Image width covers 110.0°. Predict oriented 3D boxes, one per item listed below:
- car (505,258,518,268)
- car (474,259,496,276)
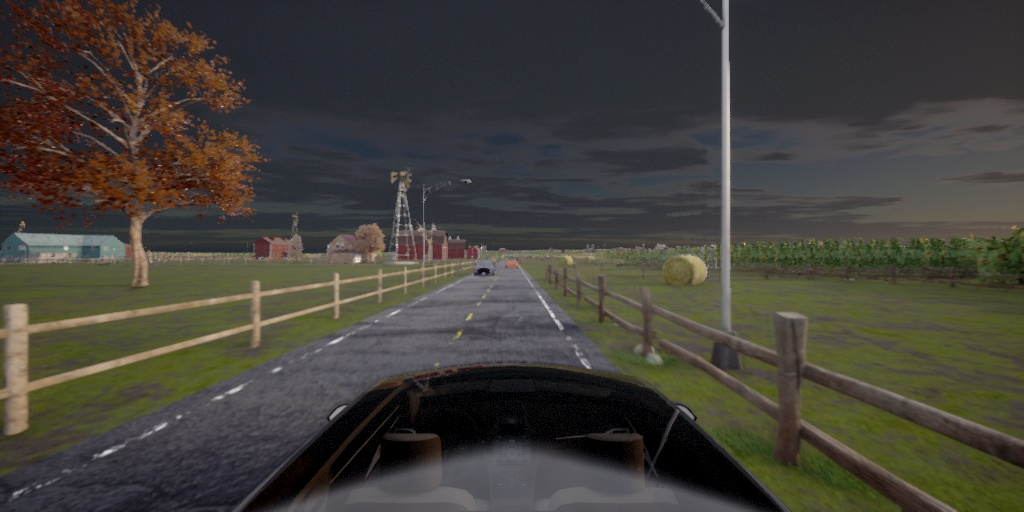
[{"bbox_3d":[-0.022,1.131,59.784,2.097,1.767,4.553,0,0,0],"label":"car"},{"bbox_3d":[-2.763,1.130,37.230,2.097,1.767,4.553,0,0,0],"label":"car"}]
